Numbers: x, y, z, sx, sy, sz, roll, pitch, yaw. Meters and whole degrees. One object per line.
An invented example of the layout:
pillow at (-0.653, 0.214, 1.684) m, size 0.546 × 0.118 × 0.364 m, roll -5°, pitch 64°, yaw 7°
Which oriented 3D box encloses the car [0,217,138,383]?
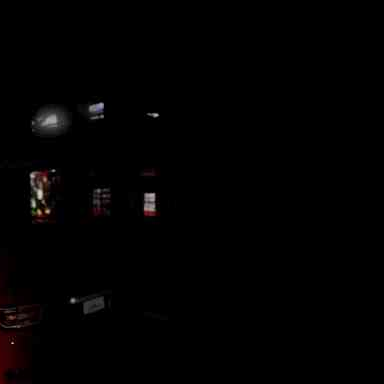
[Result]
car at (-3.028, 1.307, 4.953) m, size 5.009 × 1.841 × 2.192 m, roll 0°, pitch 0°, yaw 35°
